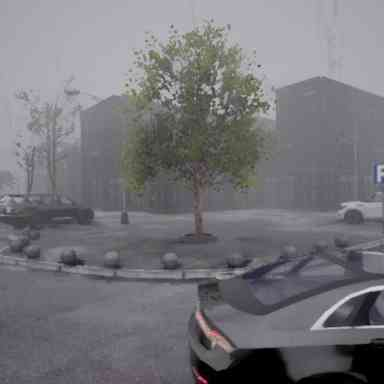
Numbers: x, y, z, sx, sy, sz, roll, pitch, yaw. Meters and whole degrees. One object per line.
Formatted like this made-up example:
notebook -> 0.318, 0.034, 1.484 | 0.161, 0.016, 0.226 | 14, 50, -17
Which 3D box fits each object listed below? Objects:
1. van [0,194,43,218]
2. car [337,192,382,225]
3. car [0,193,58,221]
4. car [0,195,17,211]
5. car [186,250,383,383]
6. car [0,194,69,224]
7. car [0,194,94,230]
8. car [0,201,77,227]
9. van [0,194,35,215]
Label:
van -> -16.101, 1.186, 30.104 | 1.878, 1.987, 4.442 | 0, 0, 31
car -> 11.808, 0.956, 20.106 | 5.566, 2.045, 2.435 | -1, 0, 33
car -> -14.321, 1.158, 27.664 | 2.435, 2.045, 5.566 | 0, 0, 31
car -> -23.528, 1.294, 39.276 | 2.185, 1.767, 4.553 | 0, 0, 31
car -> 2.389, 1.451, 3.642 | 4.902, 1.511, 2.128 | -1, 1, -5
car -> -12.475, 1.155, 25.351 | 2.435, 2.045, 5.566 | 0, 0, 31
car -> -8.768, 1.151, 20.781 | 2.435, 2.045, 5.566 | 0, 0, 32
car -> -10.618, 1.434, 23.037 | 2.163, 1.488, 4.792 | 0, 0, 31
van -> -17.947, 1.188, 32.417 | 1.878, 1.987, 4.442 | 0, 0, 31
